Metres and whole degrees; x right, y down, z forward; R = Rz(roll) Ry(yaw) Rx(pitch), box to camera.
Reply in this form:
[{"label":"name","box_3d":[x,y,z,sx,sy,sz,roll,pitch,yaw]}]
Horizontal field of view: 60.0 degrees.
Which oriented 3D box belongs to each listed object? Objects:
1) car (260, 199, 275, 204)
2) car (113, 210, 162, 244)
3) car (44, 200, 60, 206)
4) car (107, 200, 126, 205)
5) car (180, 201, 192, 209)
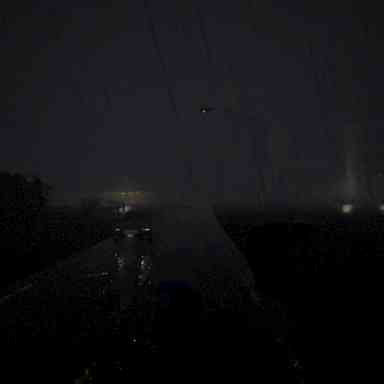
[{"label":"car","box_3d":[19.909,2.519,88.294,4.674,1.442,1.812,0,-1,3]},{"label":"car","box_3d":[-2.680,1.712,17.106,2.128,1.511,4.902,0,-1,1]},{"label":"car","box_3d":[-37.300,2.918,88.048,4.674,1.442,1.812,0,-1,-3]},{"label":"car","box_3d":[-20.042,2.804,88.746,4.902,1.511,2.128,0,-1,-1]},{"label":"car","box_3d":[-1.039,2.278,58.598,1.812,1.442,4.674,0,-1,4]}]
